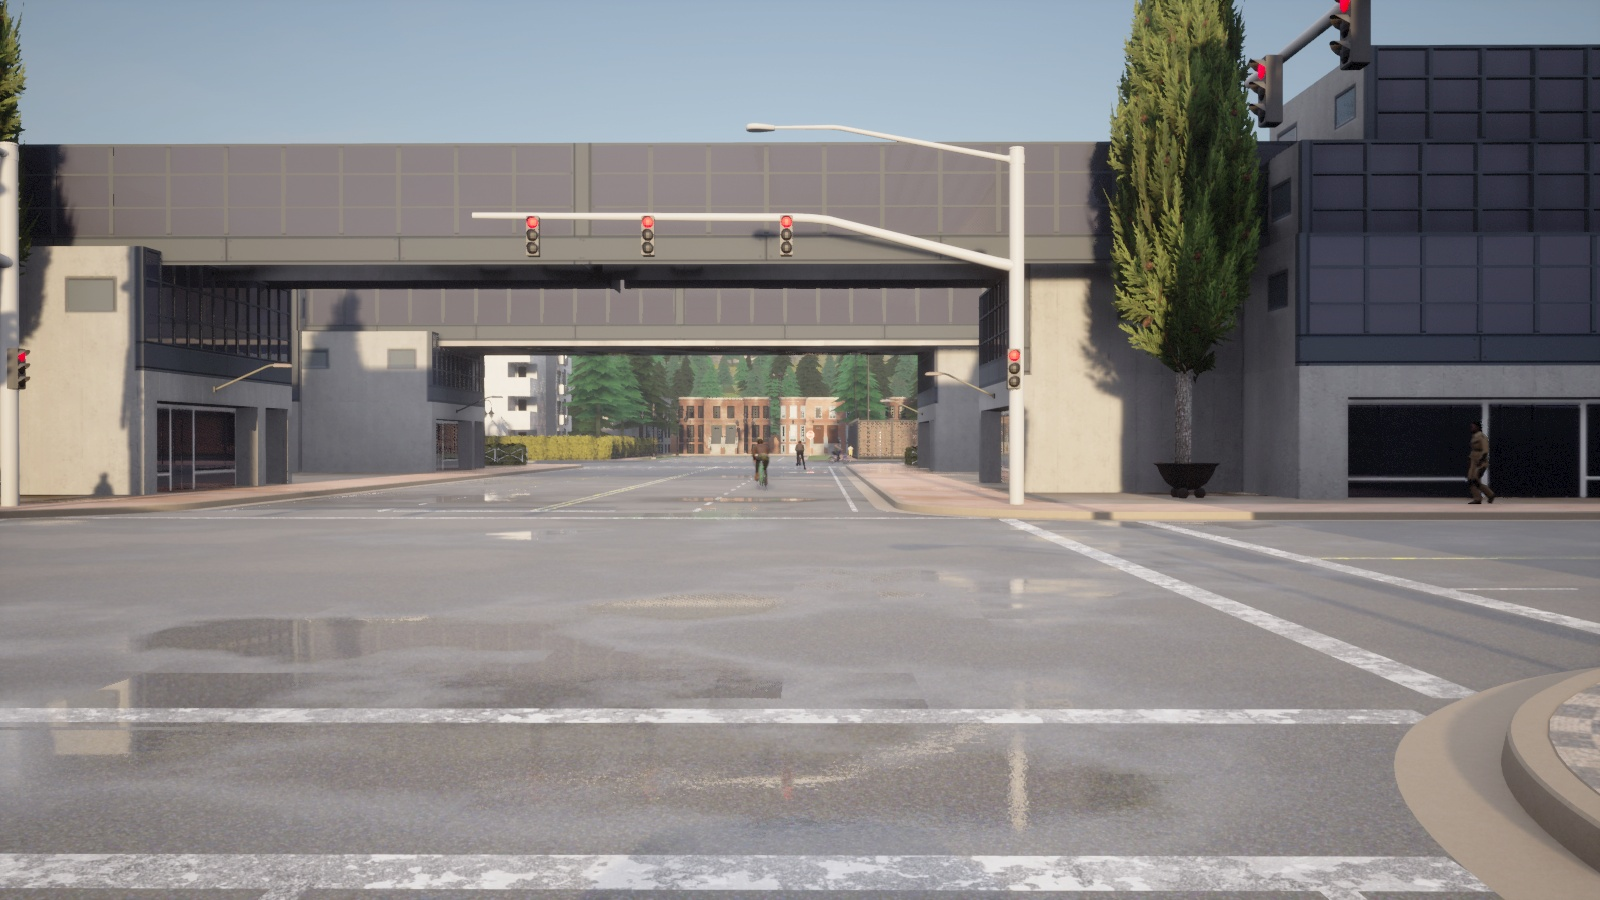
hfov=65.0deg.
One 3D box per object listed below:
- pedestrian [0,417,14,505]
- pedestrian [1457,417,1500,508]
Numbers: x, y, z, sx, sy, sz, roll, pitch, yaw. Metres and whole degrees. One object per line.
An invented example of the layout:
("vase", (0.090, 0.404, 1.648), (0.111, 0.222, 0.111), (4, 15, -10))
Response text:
("pedestrian", (-17.693, 0.235, 27.542), (0.396, 1.930, 0.692), (0, 0, 9))
("pedestrian", (14.403, 0.266, 26.668), (0.692, 1.930, 0.396), (0, 0, -2))
